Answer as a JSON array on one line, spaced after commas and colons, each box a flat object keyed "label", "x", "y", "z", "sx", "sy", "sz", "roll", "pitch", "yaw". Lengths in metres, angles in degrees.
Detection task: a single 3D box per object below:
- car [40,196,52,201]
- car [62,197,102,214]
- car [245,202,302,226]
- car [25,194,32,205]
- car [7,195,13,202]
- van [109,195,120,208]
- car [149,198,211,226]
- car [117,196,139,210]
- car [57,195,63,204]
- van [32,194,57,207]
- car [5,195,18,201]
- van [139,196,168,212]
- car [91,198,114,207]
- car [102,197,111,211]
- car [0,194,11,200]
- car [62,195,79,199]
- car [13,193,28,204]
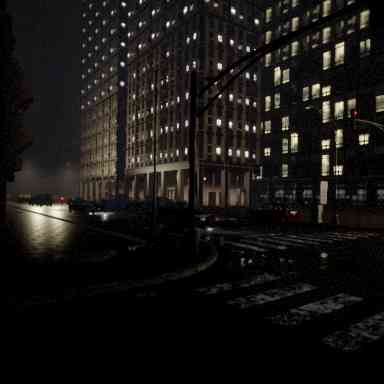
[{"label": "car", "x": -36.816, "y": 1.570, "z": 83.774, "sx": 1.802, "sy": 1.307, "sz": 4.206, "roll": 1, "pitch": -1, "yaw": -35}, {"label": "car", "x": -10.927, "y": 1.426, "z": 32.877, "sx": 2.008, "sy": 1.369, "sz": 4.403, "roll": 1, "pitch": -1, "yaw": -35}, {"label": "car", "x": 5.722, "y": 1.504, "z": 23.917, "sx": 1.967, "sy": 1.590, "sz": 4.097, "roll": 1, "pitch": -1, "yaw": -35}, {"label": "car", "x": -24.014, "y": 1.432, "z": 51.294, "sx": 1.802, "sy": 1.307, "sz": 4.206, "roll": 1, "pitch": -1, "yaw": -35}, {"label": "car", "x": -37.101, "y": 1.396, "z": 69.712, "sx": 1.947, "sy": 1.339, "sz": 4.313, "roll": 1, "pitch": -1, "yaw": -35}, {"label": "van", "x": -10.636, "y": 1.367, "z": 46.941, "sx": 1.690, "sy": 1.788, "sz": 3.998, "roll": 1, "pitch": -1, "yaw": -35}, {"label": "car", "x": -0.677, "y": 1.437, "z": 22.926, "sx": 2.128, "sy": 1.511, "sz": 4.902, "roll": 1, "pitch": -1, "yaw": -35}, {"label": "car", "x": -7.368, "y": 1.584, "z": 42.334, "sx": 2.008, "sy": 1.369, "sz": 4.403, "roll": 1, "pitch": -1, "yaw": -35}, {"label": "car", "x": -24.924, "y": 1.307, "z": 62.575, "sx": 2.097, "sy": 1.767, "sz": 4.553, "roll": 1, "pitch": -1, "yaw": -35}, {"label": "van", "x": -20.738, "y": 1.197, "z": 46.692, "sx": 1.690, "sy": 1.788, "sz": 3.998, "roll": 1, "pitch": -1, "yaw": -35}, {"label": "car", "x": -40.372, "y": 1.377, "z": 74.317, "sx": 2.008, "sy": 1.369, "sz": 4.403, "roll": 1, "pitch": -1, "yaw": -35}, {"label": "van", "x": -4.093, "y": 1.381, "z": 37.732, "sx": 1.690, "sy": 1.788, "sz": 3.998, "roll": 1, "pitch": -1, "yaw": -35}, {"label": "car", "x": -13.912, "y": 1.586, "z": 51.543, "sx": 1.947, "sy": 1.339, "sz": 4.313, "roll": 1, "pitch": -1, "yaw": -35}, {"label": "car", "x": -11.361, "y": 1.522, "z": 37.971, "sx": 1.895, "sy": 1.301, "sz": 4.718, "roll": 1, "pitch": -1, "yaw": -35}, {"label": "car", "x": -46.820, "y": 1.365, "z": 83.390, "sx": 1.752, "sy": 1.417, "sz": 4.829, "roll": 1, "pitch": -1, "yaw": -35}, {"label": "car", "x": -18.938, "y": 1.456, "z": 54.147, "sx": 2.128, "sy": 1.511, "sz": 4.902, "roll": 1, "pitch": -1, "yaw": -35}, {"label": "car", "x": -30.554, "y": 1.154, "z": 60.506, "sx": 2.192, "sy": 1.841, "sz": 5.009, "roll": 1, "pitch": -1, "yaw": -35}]
